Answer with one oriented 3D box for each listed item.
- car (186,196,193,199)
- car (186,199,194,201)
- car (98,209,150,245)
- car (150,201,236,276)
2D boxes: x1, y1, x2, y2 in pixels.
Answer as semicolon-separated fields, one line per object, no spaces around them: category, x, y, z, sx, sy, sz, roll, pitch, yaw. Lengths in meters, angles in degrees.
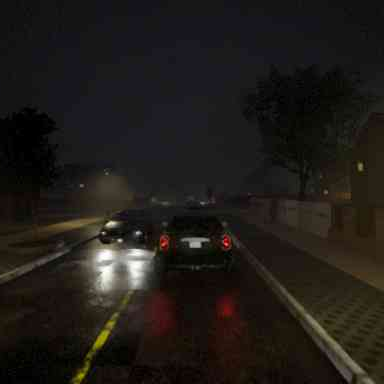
car;-0.527;1.775;82.248;1.812;1.442;4.674;0;-1;-1
car;0.089;1.534;26.636;1.812;1.442;4.674;0;0;0
car;-2.848;1.540;15.785;2.033;1.411;5.357;0;0;0
car;0.088;1.344;10.495;2.097;1.767;4.553;0;0;0
